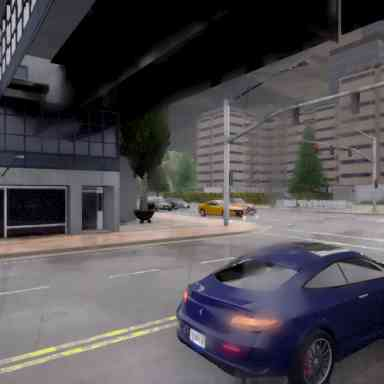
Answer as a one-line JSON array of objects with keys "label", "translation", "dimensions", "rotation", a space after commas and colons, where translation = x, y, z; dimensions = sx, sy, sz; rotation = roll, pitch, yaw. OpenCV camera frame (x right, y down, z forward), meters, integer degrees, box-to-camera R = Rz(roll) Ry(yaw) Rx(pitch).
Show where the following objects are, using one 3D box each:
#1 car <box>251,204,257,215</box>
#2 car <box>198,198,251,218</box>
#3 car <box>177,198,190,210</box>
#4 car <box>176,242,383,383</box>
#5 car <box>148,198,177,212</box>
[{"label": "car", "translation": [4.304, 1.352, 33.149], "dimensions": [2.097, 1.767, 4.553], "rotation": [0, 0, -36]}, {"label": "car", "translation": [2.537, 1.478, 29.621], "dimensions": [1.882, 1.535, 5.008], "rotation": [0, 0, -36]}, {"label": "car", "translation": [-2.123, 1.492, 42.054], "dimensions": [2.128, 1.511, 4.902], "rotation": [0, 0, -36]}, {"label": "car", "translation": [1.947, 1.526, 5.185], "dimensions": [4.674, 1.442, 1.812], "rotation": [0, 0, -35]}, {"label": "car", "translation": [-4.005, 1.564, 38.681], "dimensions": [1.994, 1.385, 4.181], "rotation": [0, 0, -36]}]
